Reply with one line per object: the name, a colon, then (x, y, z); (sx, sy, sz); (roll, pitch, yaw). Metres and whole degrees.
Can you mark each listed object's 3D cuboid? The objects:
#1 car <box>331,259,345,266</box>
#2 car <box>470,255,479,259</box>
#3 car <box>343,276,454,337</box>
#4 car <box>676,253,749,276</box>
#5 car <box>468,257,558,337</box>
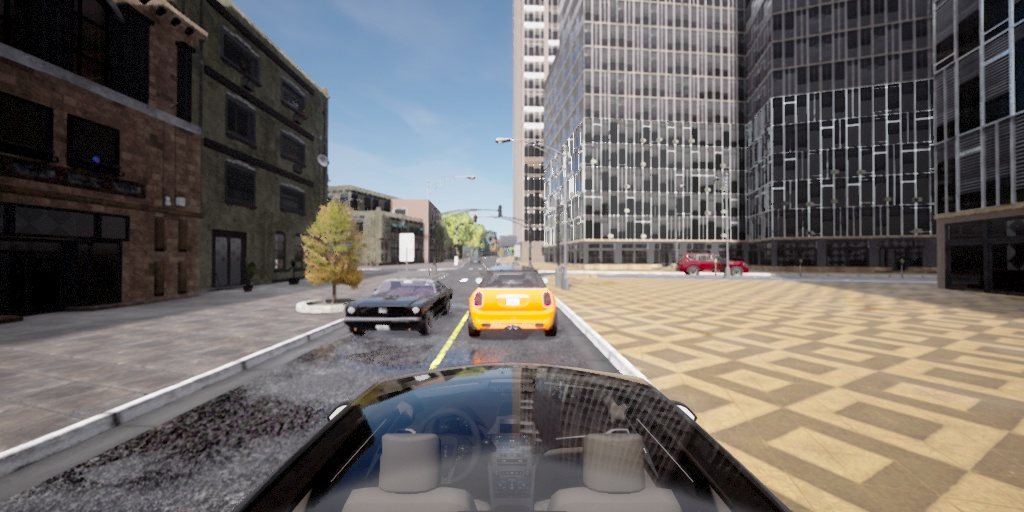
car: (-20.594, 0.992, 40.343); (4.313, 1.339, 1.948); (0, 0, 18)
car: (-6.595, 0.758, 64.907); (1.812, 1.442, 4.674); (0, 1, -5)
car: (-2.922, 1.281, 10.220); (1.895, 1.301, 4.718); (0, 0, -1)
car: (15.739, 0.712, 28.464); (5.009, 1.841, 2.192); (0, 0, 18)
car: (0.002, 1.033, 10.200); (2.097, 1.767, 4.553); (0, 0, 0)
